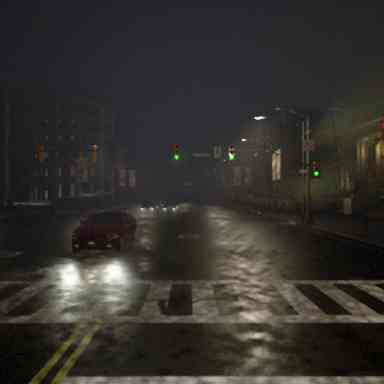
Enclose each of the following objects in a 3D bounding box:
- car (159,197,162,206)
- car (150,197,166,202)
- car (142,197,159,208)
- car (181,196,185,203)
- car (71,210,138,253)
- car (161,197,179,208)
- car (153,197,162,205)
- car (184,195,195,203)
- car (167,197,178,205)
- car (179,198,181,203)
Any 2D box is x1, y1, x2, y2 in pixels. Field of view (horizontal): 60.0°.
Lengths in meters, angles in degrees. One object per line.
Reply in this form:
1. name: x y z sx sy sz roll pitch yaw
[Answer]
1. car: -7.086 1.986 64.733 2.033 1.411 5.357 0 0 0
2. car: -9.597 2.086 94.014 1.837 1.490 4.892 0 -1 -43
3. car: -7.088 1.900 55.230 1.812 1.442 4.674 0 0 0
4. car: -4.204 2.133 85.675 1.994 1.385 4.181 0 0 -29
5. car: -3.595 1.575 14.392 1.882 1.535 5.008 0 0 0
6. car: -3.590 1.882 55.658 1.837 1.490 4.892 0 0 0
7. car: -7.787 2.007 74.763 1.837 1.490 4.892 0 0 -10
8. car: -1.169 1.817 87.408 2.150 2.045 5.566 0 0 -29
9. car: -4.371 1.989 75.470 1.882 1.535 5.008 0 0 -10
10. car: -3.592 1.945 65.307 1.837 1.490 4.892 0 0 0
